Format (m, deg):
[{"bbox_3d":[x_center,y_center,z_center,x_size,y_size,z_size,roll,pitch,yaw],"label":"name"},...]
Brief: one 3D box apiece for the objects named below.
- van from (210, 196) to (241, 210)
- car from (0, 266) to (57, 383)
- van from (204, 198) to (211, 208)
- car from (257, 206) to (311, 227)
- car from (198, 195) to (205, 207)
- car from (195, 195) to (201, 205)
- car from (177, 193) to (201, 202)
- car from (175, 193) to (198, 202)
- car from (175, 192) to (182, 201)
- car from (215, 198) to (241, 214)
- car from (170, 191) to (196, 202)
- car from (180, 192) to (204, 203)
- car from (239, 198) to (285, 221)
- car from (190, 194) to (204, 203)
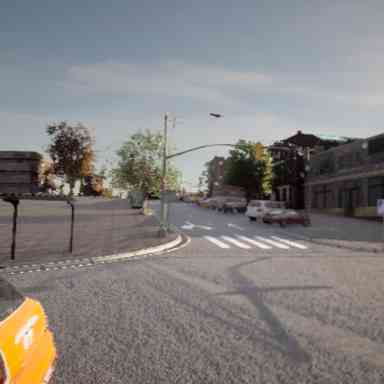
[{"bbox_3d":[5.167,1.670,44.070,4.442,1.987,1.878,3,1,-32],"label":"van"},{"bbox_3d":[-3.814,1.603,3.117,4.553,1.767,2.097,-1,-3,-11],"label":"car"},{"bbox_3d":[4.529,1.604,47.030,4.442,1.987,1.878,3,1,-32],"label":"van"},{"bbox_3d":[8.425,2.269,29.373,4.674,1.452,2.002,3,0,-32],"label":"car"},{"bbox_3d":[4.136,1.774,50.154,5.366,1.575,1.946,3,0,-32],"label":"car"},{"bbox_3d":[3.345,1.743,53.011,4.674,1.452,2.002,3,1,-32],"label":"car"},{"bbox_3d":[-0.643,1.175,70.708,4.553,1.767,2.185,3,0,-33],"label":"car"},{"bbox_3d":[-1.282,1.147,73.664,4.553,1.767,2.185,4,-2,-34],"label":"car"},{"bbox_3d":[0.057,1.118,67.736,5.566,2.045,2.435,3,1,-33],"label":"car"},{"bbox_3d":[5.877,1.966,41.183,4.892,1.521,2.231,3,0,-32],"label":"car"},{"bbox_3d":[-2.007,1.070,76.527,5.566,2.045,2.435,5,-5,-33],"label":"car"},{"bbox_3d":[0.890,1.442,64.907,5.366,1.575,1.946,3,0,-33],"label":"car"},{"bbox_3d":[7.822,1.913,32.338,5.566,2.045,2.435,3,0,-32],"label":"car"},{"bbox_3d":[2.692,1.676,55.968,4.674,1.452,2.002,3,0,-32],"label":"car"}]
